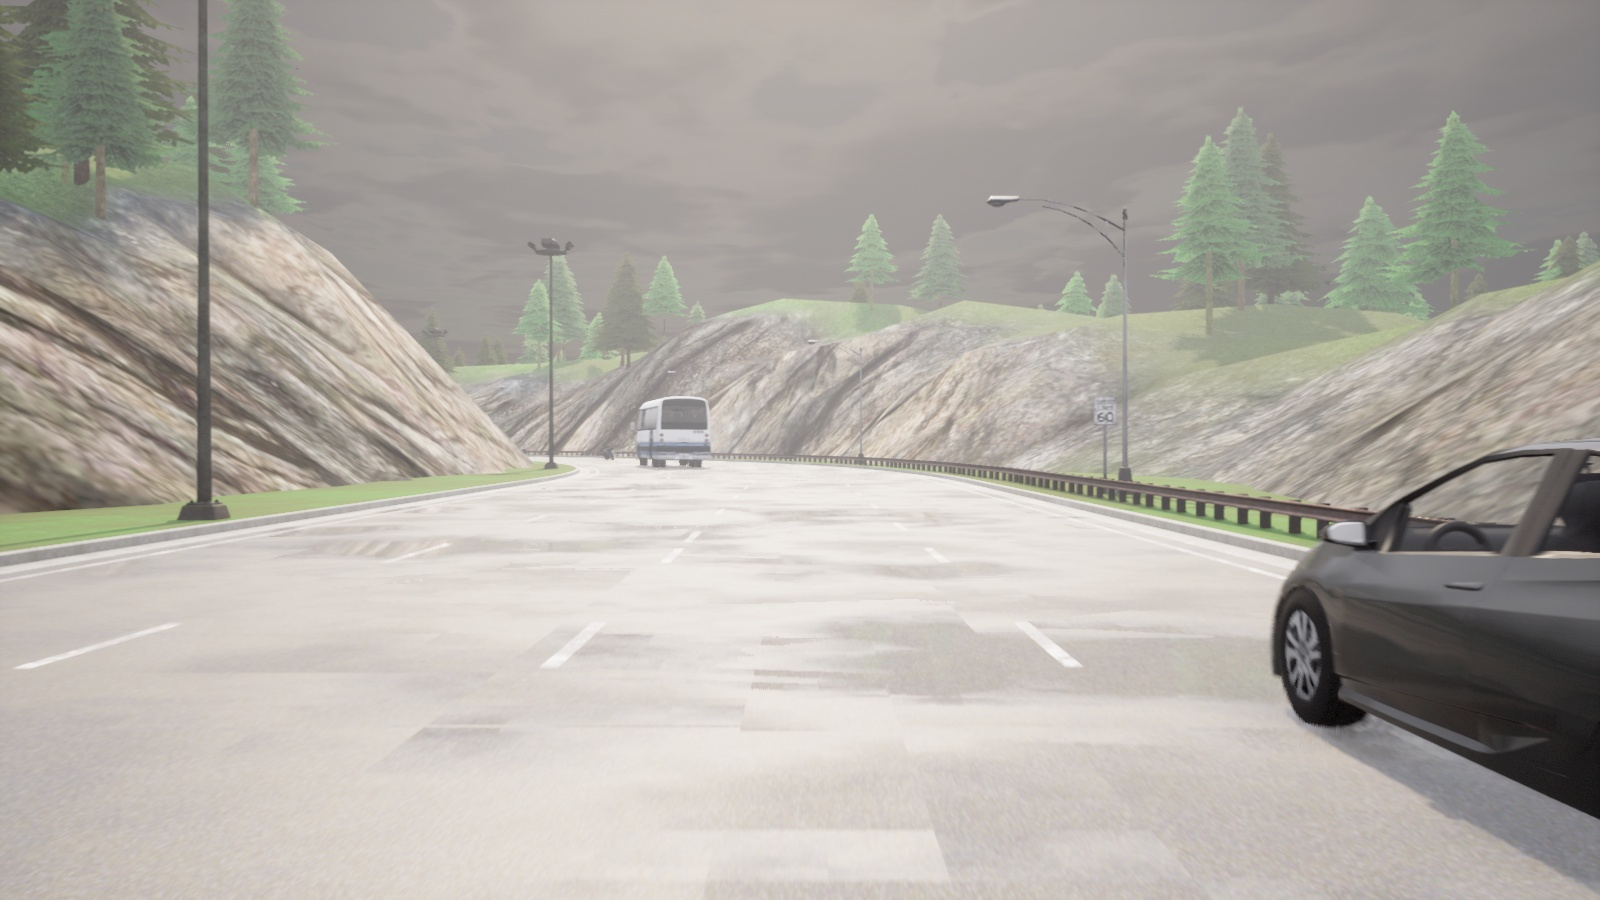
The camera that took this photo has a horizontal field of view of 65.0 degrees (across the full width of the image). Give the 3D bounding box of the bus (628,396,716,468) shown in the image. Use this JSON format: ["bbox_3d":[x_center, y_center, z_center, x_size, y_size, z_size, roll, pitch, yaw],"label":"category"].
[{"bbox_3d":[-8.250,-1.084,79.367,3.944,4.253,10.273,0,0,-15],"label":"bus"}]

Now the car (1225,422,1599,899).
[{"bbox_3d":[3.553,0.666,5.319,2.007,1.525,4.514,0,0,0],"label":"car"}]
